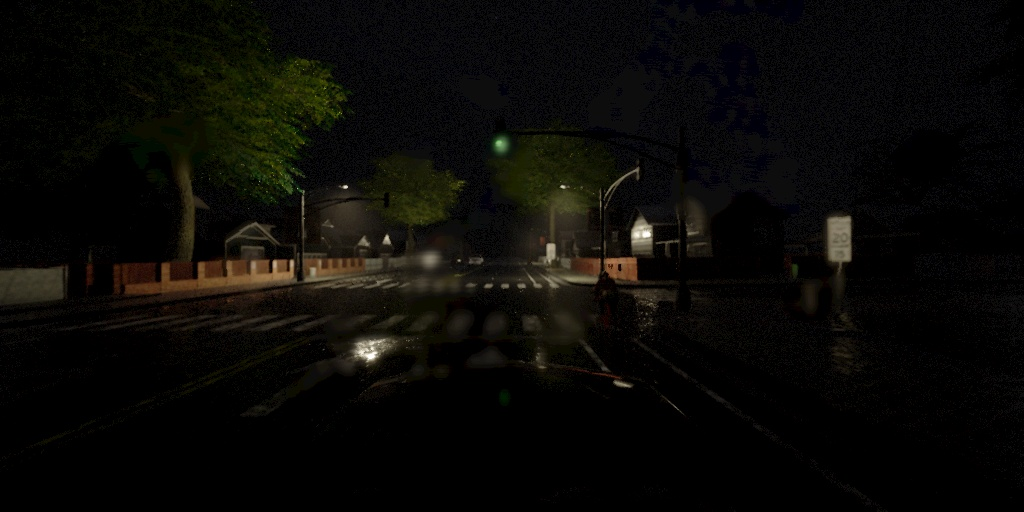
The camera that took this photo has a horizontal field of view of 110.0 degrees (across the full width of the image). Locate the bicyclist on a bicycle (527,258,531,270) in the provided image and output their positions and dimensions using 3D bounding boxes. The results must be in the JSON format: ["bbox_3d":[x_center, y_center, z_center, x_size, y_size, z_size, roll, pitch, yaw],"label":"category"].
[{"bbox_3d":[2.270,1.029,46.585,0.582,1.620,1.656,0,0,0],"label":"bicyclist on a bicycle"}]

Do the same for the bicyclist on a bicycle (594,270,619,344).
[{"bbox_3d":[2.257,1.179,8.594,0.582,1.620,1.656,0,0,0],"label":"bicyclist on a bicycle"}]
